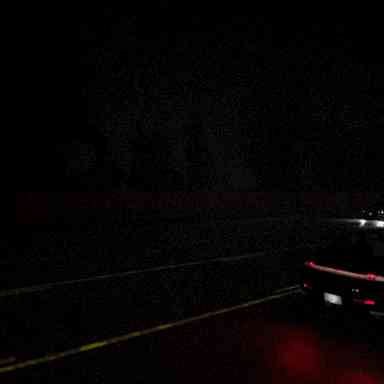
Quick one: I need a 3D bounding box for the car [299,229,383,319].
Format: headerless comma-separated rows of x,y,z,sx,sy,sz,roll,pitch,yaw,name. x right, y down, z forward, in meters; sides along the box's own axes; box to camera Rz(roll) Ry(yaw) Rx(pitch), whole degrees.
4.245,1.510,6.774,4.902,1.511,2.128,0,0,-36,car

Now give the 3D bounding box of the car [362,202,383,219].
16.576,1.588,28.600,4.892,1.490,1.837,1,0,-35,car
